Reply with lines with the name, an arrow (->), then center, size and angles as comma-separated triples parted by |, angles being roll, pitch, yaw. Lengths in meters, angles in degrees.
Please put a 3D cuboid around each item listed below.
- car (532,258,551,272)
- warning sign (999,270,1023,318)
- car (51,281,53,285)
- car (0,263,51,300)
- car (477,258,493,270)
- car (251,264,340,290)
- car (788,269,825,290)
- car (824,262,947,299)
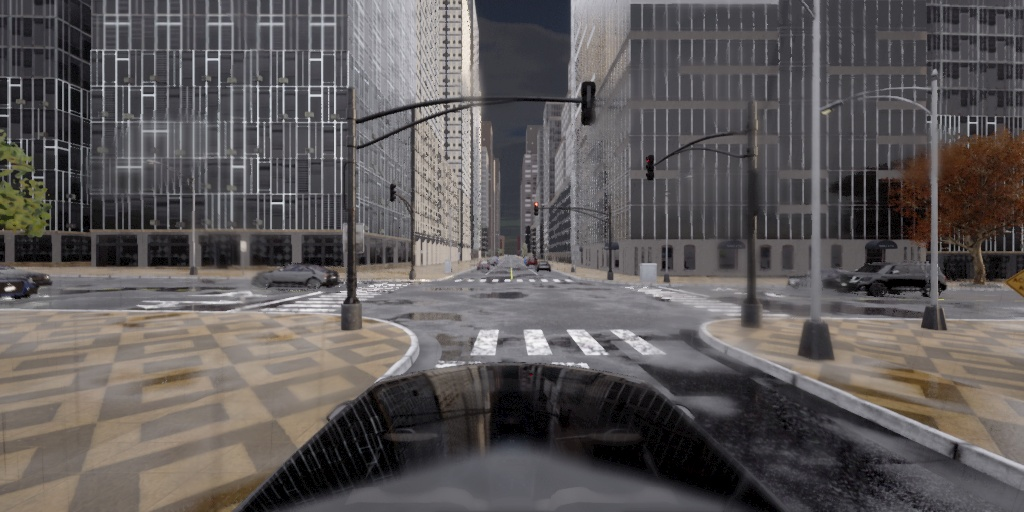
car -> 3.925, 1.327, 45.698 | 1.948, 1.339, 4.313 | 0, 0, 0
warning sign -> 17.274, 1.204, 11.896 | 1.060, 1.860, 1.300 | 0, 0, -3
car -> -24.225, 0.877, 15.977 | 5.357, 1.411, 2.033 | 1, 0, -3
car -> -20.166, 0.969, 12.912 | 4.181, 1.385, 1.994 | 1, 0, -3
car -> -4.028, 1.340, 51.190 | 1.802, 1.307, 4.207 | 0, 0, 0
car -> -11.889, 1.118, 19.874 | 4.181, 1.385, 1.994 | 1, 0, 0
car -> 21.855, 1.657, 24.822 | 4.902, 1.511, 2.128 | 1, 0, -3
car -> 22.660, 1.402, 21.606 | 5.566, 2.045, 2.150 | 1, 0, -3
